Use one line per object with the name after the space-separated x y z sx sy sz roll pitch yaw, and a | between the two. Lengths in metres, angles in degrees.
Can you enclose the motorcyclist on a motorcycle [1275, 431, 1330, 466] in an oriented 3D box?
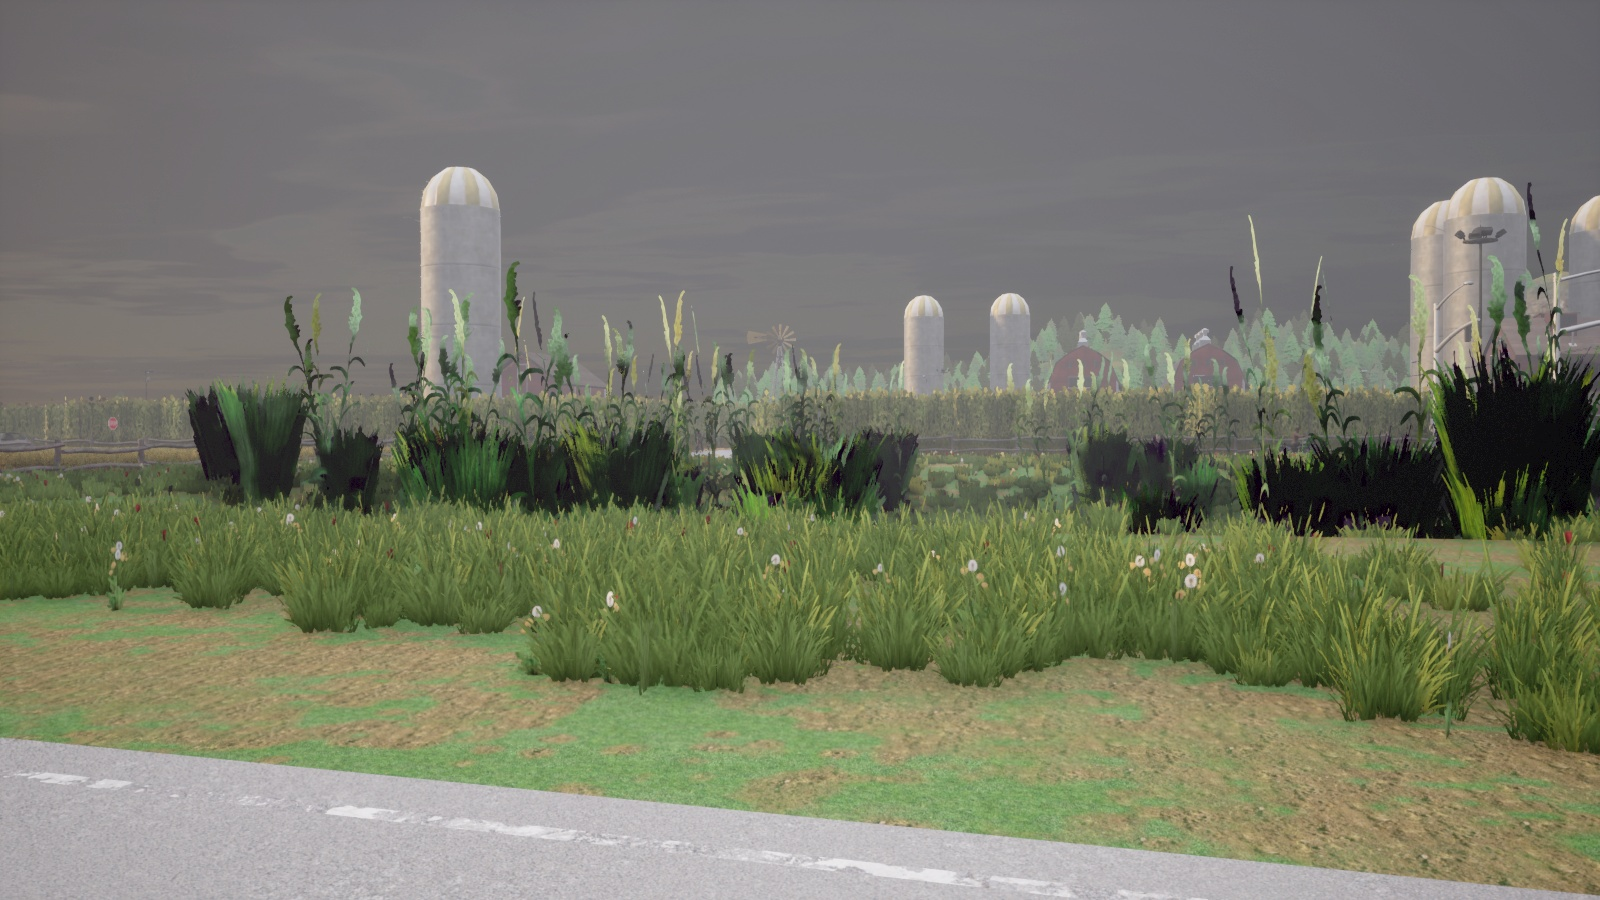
24.032 -0.095 60.073 2.350 1.649 0.766 1 1 13 | motorcyclist on a motorcycle
